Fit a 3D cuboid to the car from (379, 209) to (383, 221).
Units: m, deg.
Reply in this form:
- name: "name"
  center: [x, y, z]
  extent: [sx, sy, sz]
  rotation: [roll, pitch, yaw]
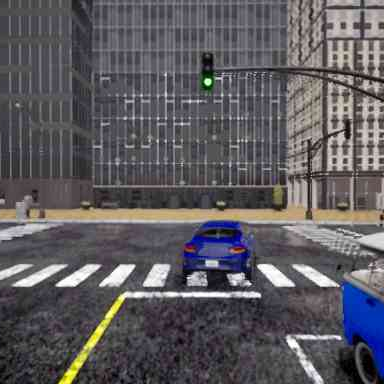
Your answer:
- name: "car"
  center: [15.238, 1.383, 21.982]
  extent: [5.009, 1.841, 2.192]
  rotation: [0, 0, 0]

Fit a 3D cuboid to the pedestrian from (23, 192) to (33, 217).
- name: "pedestrian"
  center: [-12.393, 0.937, 25.083]
  extent: [0.375, 1.860, 0.375]
  rotation: [0, 0, 0]

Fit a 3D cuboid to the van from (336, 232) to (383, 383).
- name: "van"
  center: [2.676, 1.346, 2.651]
  extent: [1.690, 1.788, 3.998]
  rotation: [-1, 0, 0]

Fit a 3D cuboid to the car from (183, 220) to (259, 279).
- name: "car"
  center: [1.004, 1.578, 10.187]
  extent: [1.812, 1.442, 4.674]
  rotation: [-1, -1, 13]
